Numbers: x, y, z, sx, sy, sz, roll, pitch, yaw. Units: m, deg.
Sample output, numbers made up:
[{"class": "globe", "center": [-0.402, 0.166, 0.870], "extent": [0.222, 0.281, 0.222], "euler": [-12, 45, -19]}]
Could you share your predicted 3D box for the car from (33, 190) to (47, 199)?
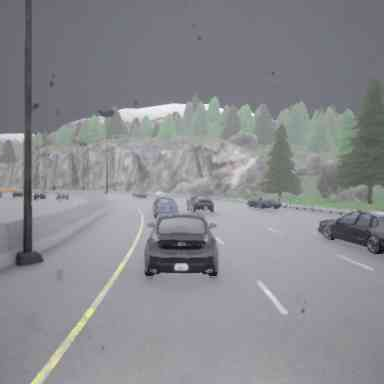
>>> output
[{"class": "car", "center": [-26.082, 0.414, 57.190], "extent": [1.882, 1.535, 5.008], "euler": [0, 1, -23]}]

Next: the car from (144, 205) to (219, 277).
[{"class": "car", "center": [-0.307, 1.364, 9.771], "extent": [1.837, 1.490, 4.892], "euler": [1, 1, -2]}]

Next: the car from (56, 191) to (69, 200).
[{"class": "car", "center": [-21.458, 0.534, 55.210], "extent": [1.812, 1.442, 4.674], "euler": [0, 1, -22]}]

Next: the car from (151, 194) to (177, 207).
[{"class": "car", "center": [-2.156, 1.155, 26.271], "extent": [2.033, 1.411, 5.357], "euler": [0, 1, -9]}]

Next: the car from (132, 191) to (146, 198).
[{"class": "car", "center": [-10.325, 0.470, 65.045], "extent": [2.128, 1.511, 4.902], "euler": [0, 1, -25]}]

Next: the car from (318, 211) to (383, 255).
[{"class": "car", "center": [6.937, 1.434, 12.810], "extent": [2.033, 1.411, 5.357], "euler": [1, 1, -7]}]

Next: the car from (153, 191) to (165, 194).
[{"class": "car", "center": [-6.520, 0.542, 65.175], "extent": [1.812, 1.442, 4.674], "euler": [0, 0, -24]}]

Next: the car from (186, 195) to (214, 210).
[{"class": "car", "center": [0.678, 1.076, 30.632], "extent": [1.837, 1.490, 4.892], "euler": [1, 0, -11]}]

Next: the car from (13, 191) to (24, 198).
[{"class": "car", "center": [-31.401, 0.425, 60.336], "extent": [1.895, 1.301, 4.718], "euler": [0, 1, -25]}]

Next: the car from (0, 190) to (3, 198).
[{"class": "car", "center": [-34.504, 0.324, 58.722], "extent": [1.837, 1.490, 4.892], "euler": [0, 1, -25]}]

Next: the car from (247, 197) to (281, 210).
[{"class": "car", "center": [7.418, 1.181, 34.969], "extent": [1.895, 1.301, 4.718], "euler": [0, 1, -13]}]
